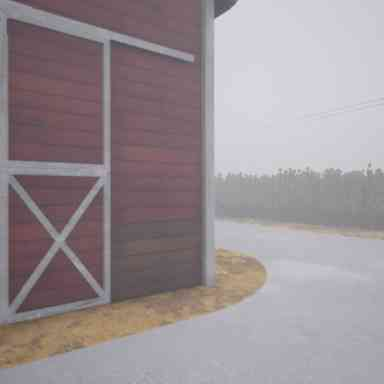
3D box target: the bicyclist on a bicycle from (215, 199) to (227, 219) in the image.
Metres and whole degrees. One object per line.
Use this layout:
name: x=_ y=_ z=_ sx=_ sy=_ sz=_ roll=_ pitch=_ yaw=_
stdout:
bicyclist on a bicycle: x=2.273 y=1.433 z=27.591 sx=1.656 sy=1.620 sz=0.582 roll=1 pitch=0 yaw=-32
